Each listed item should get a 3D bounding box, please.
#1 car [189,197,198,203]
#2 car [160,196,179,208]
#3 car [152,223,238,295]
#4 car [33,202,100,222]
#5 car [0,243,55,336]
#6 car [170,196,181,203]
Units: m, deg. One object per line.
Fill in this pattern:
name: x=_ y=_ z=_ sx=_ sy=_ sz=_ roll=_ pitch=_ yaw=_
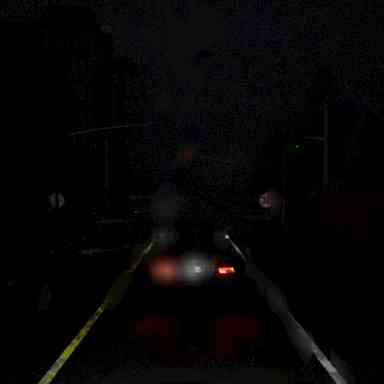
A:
car: x=0.244 y=1.601 z=69.643 sx=1.895 sy=1.301 sz=4.718 roll=0 pitch=0 yaw=0
car: x=-3.495 y=1.491 z=48.300 sx=2.128 sy=1.511 sz=4.902 roll=0 pitch=0 yaw=0
car: x=0.077 y=1.547 z=8.870 sx=2.033 sy=1.411 sz=5.357 roll=0 pitch=0 yaw=0
car: x=-9.667 y=1.519 z=25.794 sx=4.892 sy=1.490 sz=1.837 roll=0 pitch=0 yaw=2
car: x=-3.561 y=1.526 z=4.697 sx=1.812 sy=1.442 sz=4.674 roll=0 pitch=0 yaw=0
car: x=-3.359 y=1.547 z=68.884 sx=2.033 sy=1.411 sz=5.357 roll=0 pitch=0 yaw=0
